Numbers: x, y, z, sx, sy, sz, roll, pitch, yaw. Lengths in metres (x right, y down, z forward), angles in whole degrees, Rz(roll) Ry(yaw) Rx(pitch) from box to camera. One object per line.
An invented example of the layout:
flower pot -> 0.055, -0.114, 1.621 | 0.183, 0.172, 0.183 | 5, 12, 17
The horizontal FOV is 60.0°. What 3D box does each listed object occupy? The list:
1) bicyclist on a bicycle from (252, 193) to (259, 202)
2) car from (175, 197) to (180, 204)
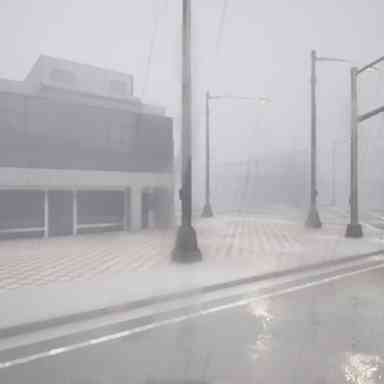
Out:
bicyclist on a bicycle -> 11.445, 1.011, 60.003 | 1.656, 1.620, 0.582 | 0, 1, -36
car -> -3.688, 1.154, 52.823 | 1.812, 1.442, 4.674 | 0, 2, -36
